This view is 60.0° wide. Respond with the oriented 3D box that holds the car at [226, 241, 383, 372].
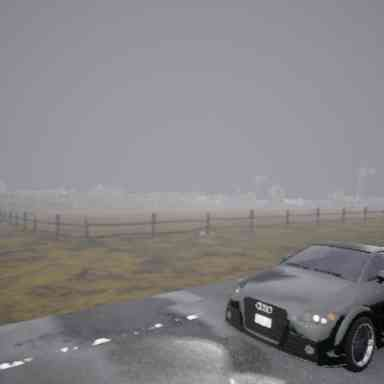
[{"bbox_3d":[2.600,1.598,5.723,4.181,1.385,1.994,1,0,-35],"label":"car"}]
